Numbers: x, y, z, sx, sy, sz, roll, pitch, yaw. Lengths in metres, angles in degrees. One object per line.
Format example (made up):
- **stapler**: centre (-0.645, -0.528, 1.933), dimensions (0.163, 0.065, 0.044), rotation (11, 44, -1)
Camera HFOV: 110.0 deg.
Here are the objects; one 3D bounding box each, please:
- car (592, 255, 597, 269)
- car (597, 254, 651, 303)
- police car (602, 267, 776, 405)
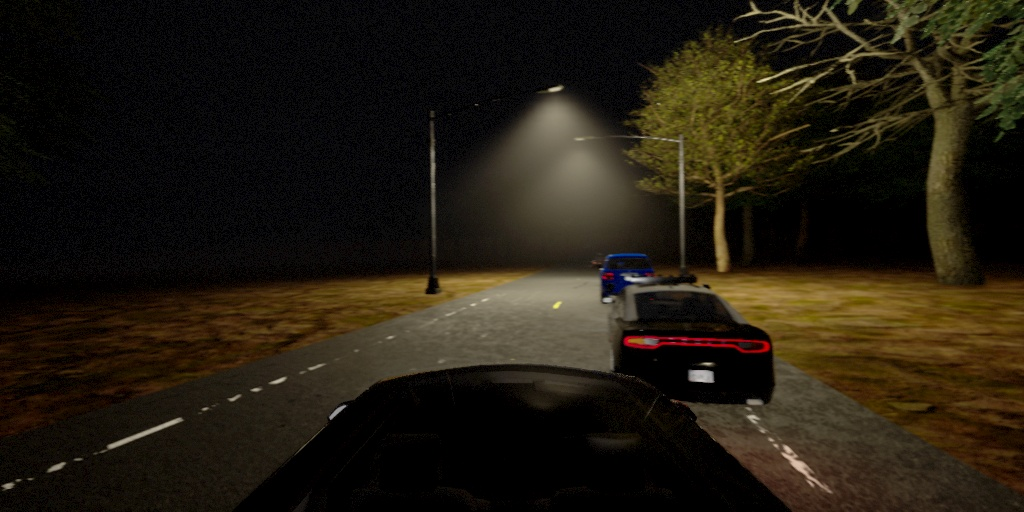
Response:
- **car**: centre (11.602, 0.869, 47.375), dimensions (2.033, 1.411, 5.357), rotation (-1, 1, 15)
- **car**: centre (5.084, 0.929, 16.211), dimensions (2.150, 2.045, 5.566), rotation (-1, 0, 14)
- **police car**: centre (2.745, 1.157, 6.575), dimensions (1.930, 1.638, 5.238), rotation (-1, 0, 14)
